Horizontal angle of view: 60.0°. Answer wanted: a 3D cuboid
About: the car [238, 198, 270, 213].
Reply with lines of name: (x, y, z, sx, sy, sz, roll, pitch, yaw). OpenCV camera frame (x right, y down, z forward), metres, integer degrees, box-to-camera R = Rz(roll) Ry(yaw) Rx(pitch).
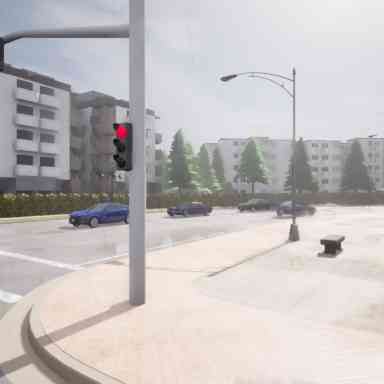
car: (7.407, 1.478, 37.850, 5.008, 1.535, 1.882, 0, 0, -36)

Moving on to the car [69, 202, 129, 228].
car: (-5.950, 1.478, 22.606, 1.882, 1.535, 5.008, 0, 0, 34)

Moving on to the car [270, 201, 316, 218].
car: (9.510, 1.526, 30.422, 4.674, 1.442, 1.812, 0, 0, -42)

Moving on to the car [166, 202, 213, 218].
car: (-0.190, 1.601, 30.599, 1.895, 1.301, 4.718, 0, 0, 39)
